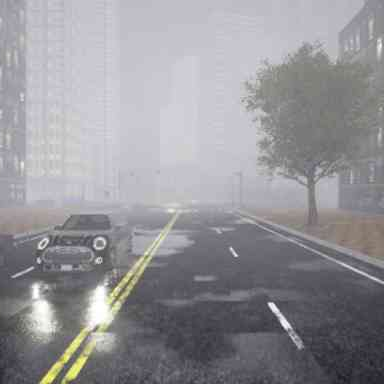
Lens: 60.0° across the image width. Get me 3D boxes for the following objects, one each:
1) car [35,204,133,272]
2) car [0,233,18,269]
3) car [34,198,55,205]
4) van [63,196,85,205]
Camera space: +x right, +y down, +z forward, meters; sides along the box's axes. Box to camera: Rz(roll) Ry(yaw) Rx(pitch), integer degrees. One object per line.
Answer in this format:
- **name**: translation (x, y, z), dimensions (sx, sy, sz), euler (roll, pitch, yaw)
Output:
- **car**: translation (-3.352, 1.443, 11.137), dimensions (2.097, 1.767, 4.553), euler (0, 0, 0)
- **car**: translation (-6.601, 1.619, 8.524), dimensions (2.033, 1.411, 5.357), euler (0, 0, 0)
- **car**: translation (-28.194, 1.853, 64.179), dimensions (4.507, 1.381, 1.887), euler (0, 0, 1)
- **van**: translation (-22.655, 1.675, 64.134), dimensions (3.998, 1.788, 1.690), euler (0, 0, 1)
